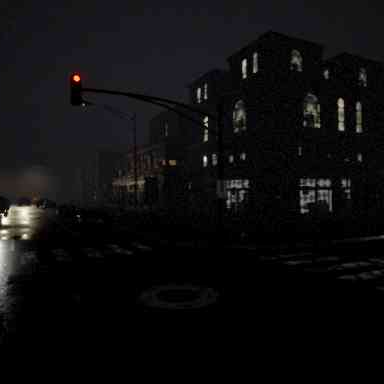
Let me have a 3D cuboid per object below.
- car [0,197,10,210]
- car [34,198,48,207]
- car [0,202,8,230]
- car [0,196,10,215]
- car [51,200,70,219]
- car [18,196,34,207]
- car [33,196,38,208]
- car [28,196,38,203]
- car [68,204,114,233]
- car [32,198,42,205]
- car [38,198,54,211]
[{"bbox_3d":[-27.294,1.582,47.757,2.097,1.767,4.553,0,0,-28],"label":"car"},{"bbox_3d":[-26.838,1.800,58.973,2.008,1.369,4.403,0,0,-28],"label":"car"},{"bbox_3d":[-12.897,1.597,20.691,2.128,1.511,4.902,0,0,-28],"label":"car"},{"bbox_3d":[-19.506,1.385,33.172,2.150,2.045,5.566,0,0,-28],"label":"car"},{"bbox_3d":[-11.200,1.690,29.763,1.802,1.307,4.206,0,0,-28],"label":"car"},{"bbox_3d":[-28.773,1.736,57.088,1.882,1.535,5.008,0,0,-28],"label":"car"},{"bbox_3d":[-24.232,1.666,54.105,1.967,1.590,4.097,0,0,-28],"label":"car"},{"bbox_3d":[-39.869,1.816,83.313,1.967,1.590,4.097,0,0,-28],"label":"car"},{"bbox_3d":[-5.988,1.629,20.029,1.947,1.339,4.313,0,0,-28],"label":"car"},{"bbox_3d":[-32.050,1.881,68.709,1.802,1.307,4.206,0,0,-28],"label":"car"},{"bbox_3d":[-19.019,1.728,44.369,2.008,1.369,4.403,0,0,-28],"label":"car"}]
